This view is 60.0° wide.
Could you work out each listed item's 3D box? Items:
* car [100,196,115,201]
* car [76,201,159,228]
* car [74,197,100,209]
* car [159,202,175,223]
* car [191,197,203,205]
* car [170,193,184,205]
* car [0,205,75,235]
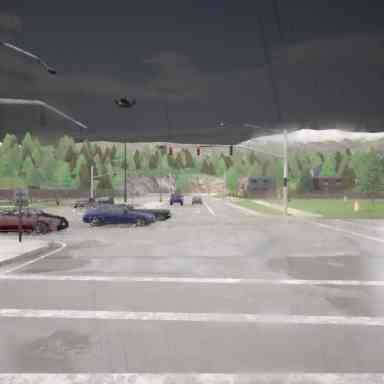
[{"bbox_3d":[-14.323,1.478,55.486,1.882,1.535,5.008,0,0,1],"label":"car"},{"bbox_3d":[-4.713,1.526,21.622,4.674,1.442,1.812,0,0,0],"label":"car"},{"bbox_3d":[-14.491,1.505,45.176,1.837,1.490,4.892,0,0,1],"label":"car"},{"bbox_3d":[-3.859,1.601,25.115,4.718,1.301,1.895,0,0,0],"label":"car"},{"bbox_3d":[0.883,1.547,58.264,2.033,1.411,5.357,0,0,1],"label":"car"},{"bbox_3d":[-2.631,1.222,57.371,2.150,2.045,5.566,0,0,1],"label":"car"},{"bbox_3d":[-8.994,1.564,18.153,4.181,1.385,1.994,0,0,0],"label":"car"}]
